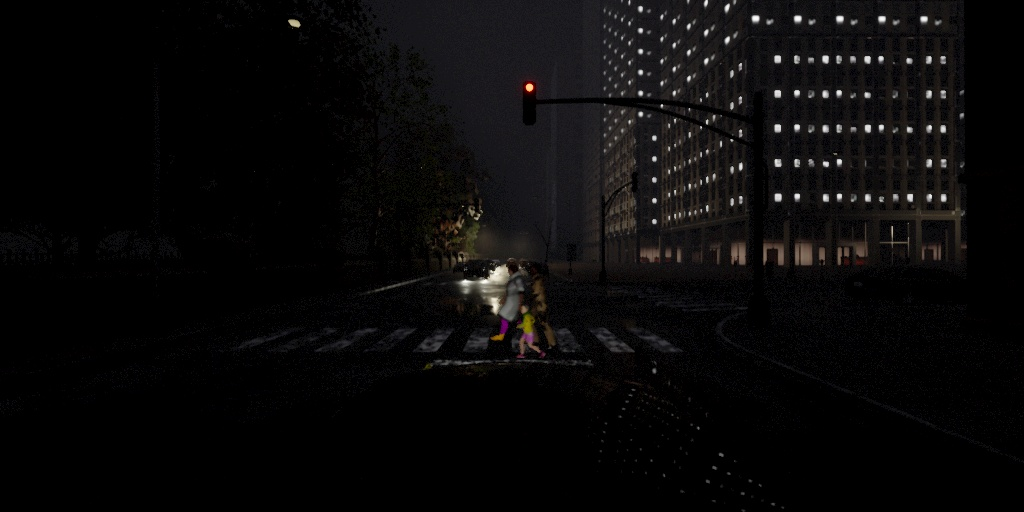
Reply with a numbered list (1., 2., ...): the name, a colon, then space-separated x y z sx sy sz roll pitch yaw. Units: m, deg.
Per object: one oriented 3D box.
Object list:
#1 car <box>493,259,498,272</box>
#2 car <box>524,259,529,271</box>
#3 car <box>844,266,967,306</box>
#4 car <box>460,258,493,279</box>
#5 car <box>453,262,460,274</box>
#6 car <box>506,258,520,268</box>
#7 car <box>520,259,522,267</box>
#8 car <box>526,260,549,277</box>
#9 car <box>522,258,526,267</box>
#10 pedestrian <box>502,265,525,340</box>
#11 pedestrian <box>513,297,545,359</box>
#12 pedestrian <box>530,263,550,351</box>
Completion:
1. car: -3.103 1.266 46.246 1.837 1.490 4.892 0 0 0
2. car: 2.678 1.323 41.275 1.948 1.339 4.313 0 0 0
3. car: 14.681 1.023 13.063 4.313 1.339 1.948 0 0 0
4. car: -3.105 1.108 32.125 2.097 1.767 4.553 0 0 0
5. car: -5.703 1.340 41.272 1.802 1.307 4.207 0 0 0
6. car: -0.017 1.251 62.094 1.882 1.535 5.008 0 0 0
7. car: 2.673 1.320 63.805 1.888 1.381 4.507 0 0 0
8. car: 2.679 1.321 35.642 1.948 1.339 4.313 0 0 0
9. car: 2.676 1.327 46.907 1.948 1.339 4.313 0 0 0
10. pedestrian: 0.033 1.042 8.198 0.375 1.860 0.375 0 0 0
11. pedestrian: 0.319 1.422 6.890 0.500 1.100 0.500 0 0 0
12. pedestrian: 0.540 1.041 7.598 0.375 1.860 0.375 0 0 0
